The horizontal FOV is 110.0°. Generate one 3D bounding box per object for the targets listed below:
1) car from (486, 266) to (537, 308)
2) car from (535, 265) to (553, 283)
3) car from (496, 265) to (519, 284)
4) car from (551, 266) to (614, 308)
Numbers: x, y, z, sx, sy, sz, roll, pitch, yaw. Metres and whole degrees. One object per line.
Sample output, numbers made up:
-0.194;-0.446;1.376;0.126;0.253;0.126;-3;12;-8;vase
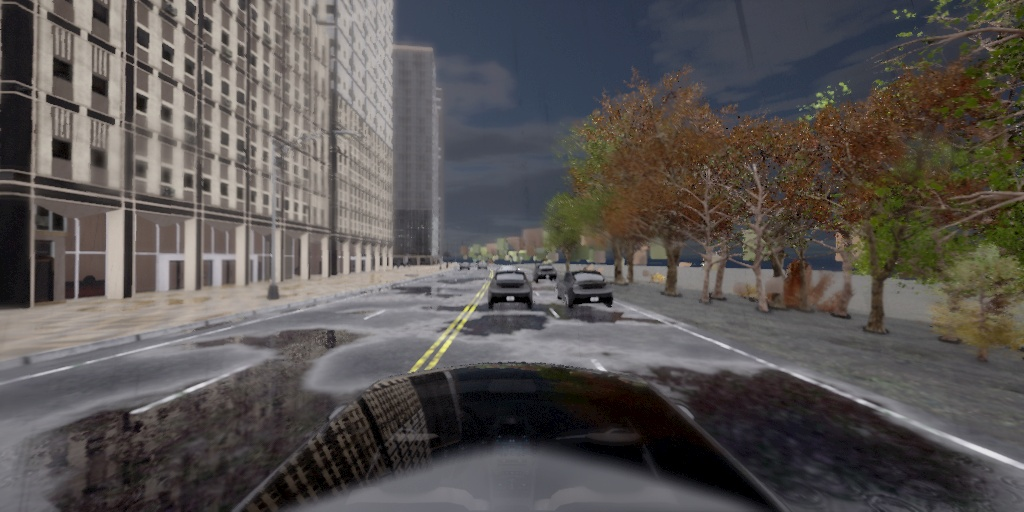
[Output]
-0.089;1.398;16.192;1.837;1.490;4.892;0;0;-1;car
2.801;1.504;31.318;1.837;1.490;4.892;-3;-2;-1;car
-0.425;1.563;31.295;1.812;1.442;4.674;0;0;-2;car
3.145;1.372;16.223;1.837;1.490;4.892;-3;1;-1;car
